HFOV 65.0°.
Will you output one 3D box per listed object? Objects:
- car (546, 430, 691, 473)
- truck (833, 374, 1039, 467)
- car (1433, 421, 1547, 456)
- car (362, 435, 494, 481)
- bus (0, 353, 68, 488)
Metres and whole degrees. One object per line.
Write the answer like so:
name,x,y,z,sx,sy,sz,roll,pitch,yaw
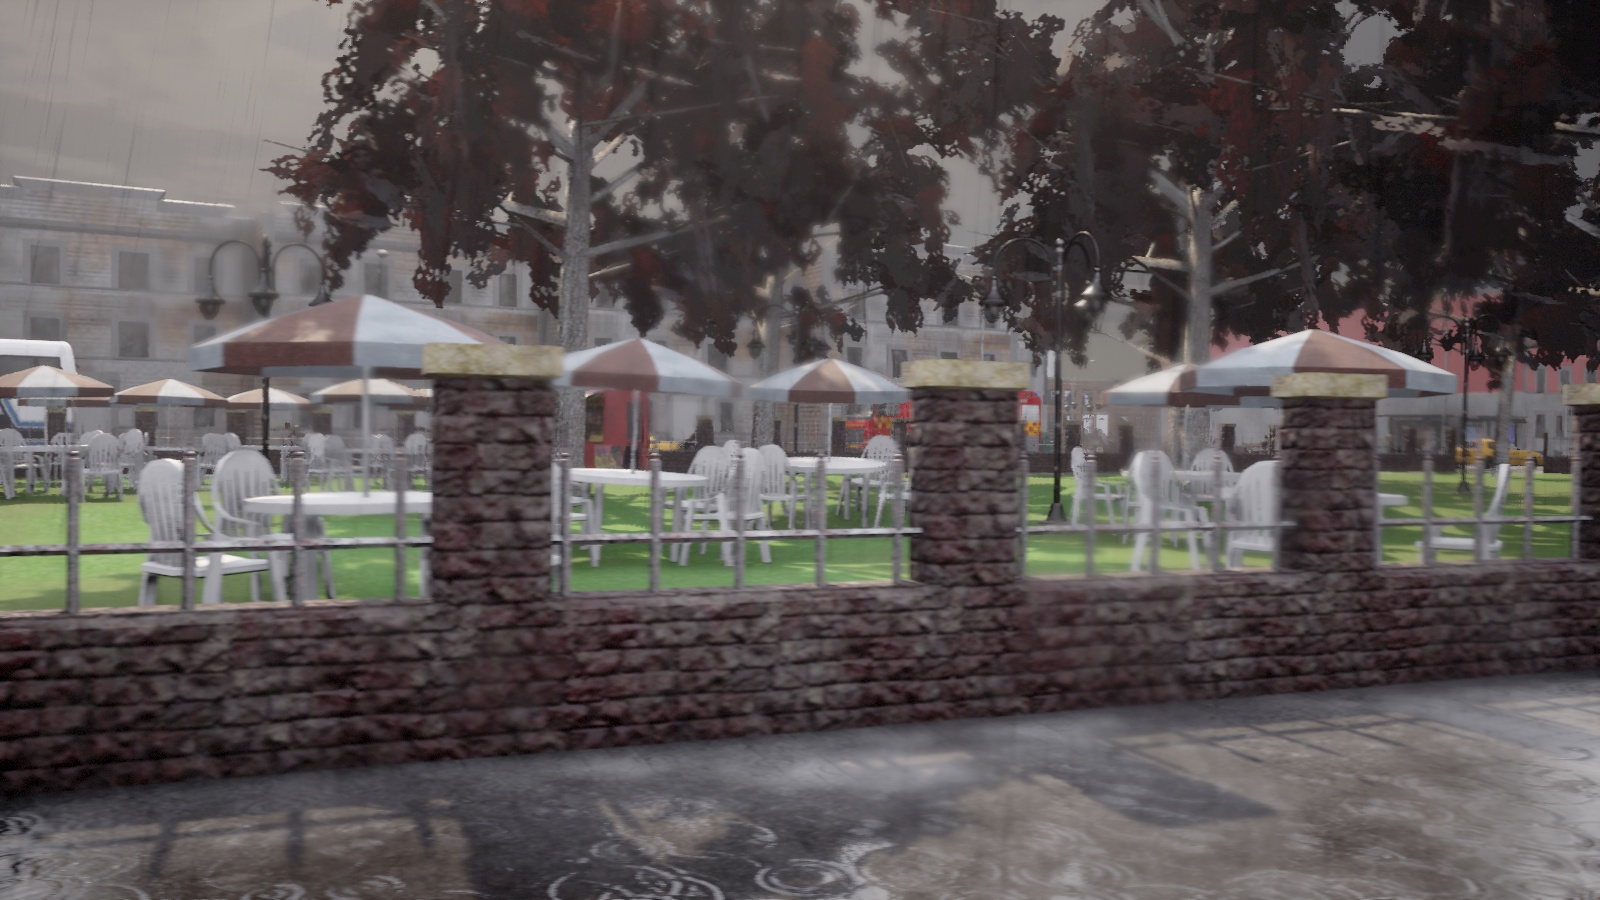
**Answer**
car,-7.157,0.020,49.461,5.366,1.575,1.801,-1,1,-21
truck,5.901,-1.293,54.429,8.468,3.827,2.891,-1,1,-21
car,33.300,-0.561,60.589,5.366,1.575,1.801,-1,1,-21
car,-12.761,0.253,43.048,4.193,1.474,1.816,-1,1,-21
bus,-29.199,-0.928,39.624,10.273,4.253,3.944,-1,1,-34
